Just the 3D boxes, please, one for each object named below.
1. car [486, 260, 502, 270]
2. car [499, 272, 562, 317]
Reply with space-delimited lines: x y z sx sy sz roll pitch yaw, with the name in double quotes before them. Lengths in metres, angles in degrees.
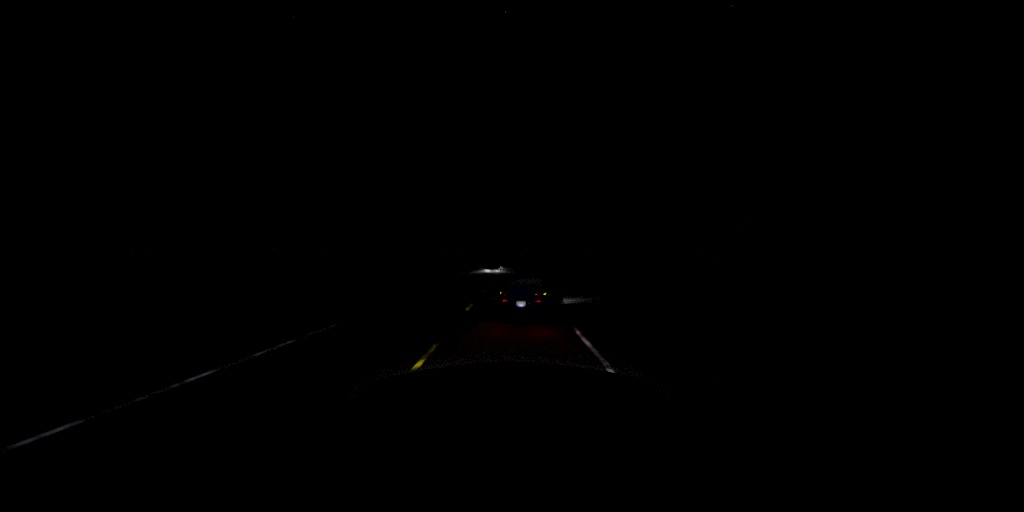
"car" -3.170 1.606 59.163 1.895 1.301 4.718 0 0 1
"car" 0.773 1.337 13.501 1.812 1.442 4.674 -1 0 12
